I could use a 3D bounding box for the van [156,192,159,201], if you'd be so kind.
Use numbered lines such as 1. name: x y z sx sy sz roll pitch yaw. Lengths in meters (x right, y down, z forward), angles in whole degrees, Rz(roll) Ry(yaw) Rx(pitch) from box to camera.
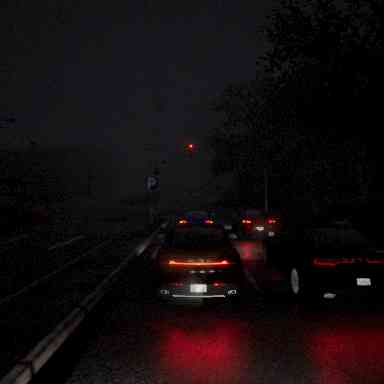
1. van: -9.939 1.093 71.703 4.442 1.987 1.878 -1 0 -14

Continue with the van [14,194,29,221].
1. van: -13.514 1.297 21.949 4.442 1.987 1.878 -1 0 -19

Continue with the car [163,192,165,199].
1. car: -9.313 1.359 77.666 4.674 1.452 2.002 -1 0 -13

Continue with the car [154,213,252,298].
1. car: 0.139 1.515 8.506 1.837 1.490 4.892 0 0 0

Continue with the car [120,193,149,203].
1. car: -11.181 1.358 62.724 4.792 1.488 2.163 -1 0 -15

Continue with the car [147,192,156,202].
1. car: -10.524 1.315 65.713 5.366 1.575 1.946 -1 0 -14

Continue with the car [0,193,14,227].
1. car: -13.643 1.267 18.913 5.566 2.045 2.435 -1 0 -19

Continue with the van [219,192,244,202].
1. van: 7.557 1.043 65.238 4.442 1.987 1.878 1 0 -14

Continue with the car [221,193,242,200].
1. car: 9.807 1.129 82.898 4.553 1.767 2.185 1 0 -12

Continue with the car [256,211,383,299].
1. car: 3.140 1.488 8.544 1.882 1.535 5.008 0 0 0

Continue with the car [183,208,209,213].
1. car: 0.215 1.551 17.630 1.812 1.442 4.674 0 0 1

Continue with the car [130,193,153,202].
1. car: -10.418 1.196 68.665 4.553 1.767 2.185 -1 0 -14

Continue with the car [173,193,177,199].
1. car: -7.624 1.065 89.649 5.566 2.045 2.435 -1 0 -12

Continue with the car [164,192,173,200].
1. car: -8.087 1.357 86.645 4.674 1.452 2.002 -1 0 -12

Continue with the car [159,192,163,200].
1. car: -9.698 1.321 74.673 4.892 1.521 2.231 -1 0 -13

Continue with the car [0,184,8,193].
1. car: -30.935 -0.426 53.737 2.435 2.045 5.566 6 -3 -19

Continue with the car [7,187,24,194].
1. car: -27.941 0.137 53.664 2.002 1.452 4.674 6 -3 -19

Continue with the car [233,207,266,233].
1. car: 3.235 1.550 17.884 1.812 1.442 4.674 0 0 1

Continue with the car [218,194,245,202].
1. car: 8.502 1.264 71.197 5.366 1.575 1.946 1 0 -13

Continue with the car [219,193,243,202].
1. car: 7.954 1.142 68.206 4.553 1.767 2.185 1 0 -13

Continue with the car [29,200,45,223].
1. car: -13.526 1.403 24.927 4.553 1.767 2.185 -1 0 -19
